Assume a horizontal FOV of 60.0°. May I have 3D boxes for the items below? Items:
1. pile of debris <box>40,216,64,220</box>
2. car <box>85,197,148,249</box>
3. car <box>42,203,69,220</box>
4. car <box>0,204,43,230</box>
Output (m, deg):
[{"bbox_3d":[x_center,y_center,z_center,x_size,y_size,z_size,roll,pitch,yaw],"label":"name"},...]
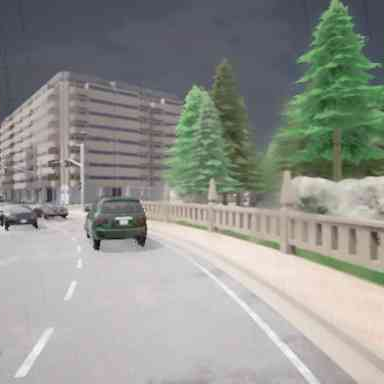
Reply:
[{"bbox_3d":[-12.194,2.271,28.953,1.500,0.140,1.860,0,0,-39],"label":"pile of debris"},{"bbox_3d":[-3.577,1.252,15.189,2.150,2.045,5.566,0,0,-22],"label":"car"},{"bbox_3d":[-12.493,1.645,29.320,2.033,1.411,5.357,0,0,-38],"label":"car"},{"bbox_3d":[-11.500,1.615,22.067,1.812,1.442,4.674,0,0,-34],"label":"car"}]
